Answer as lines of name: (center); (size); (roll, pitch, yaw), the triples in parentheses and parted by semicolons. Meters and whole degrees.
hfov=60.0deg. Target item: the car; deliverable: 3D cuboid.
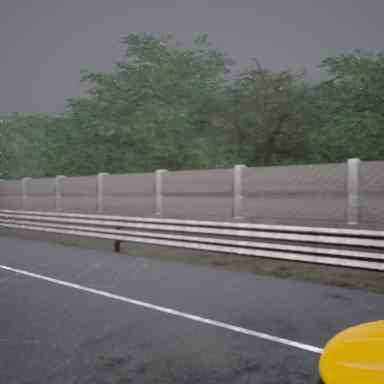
car: (3.263, 1.471, 1.673); (5.008, 1.535, 1.882); (0, 0, 35)
